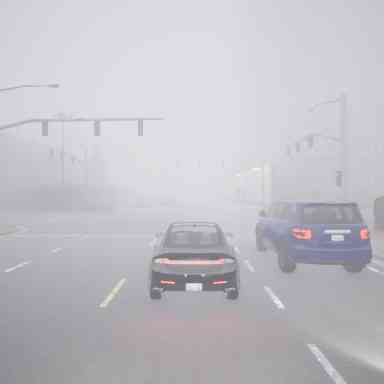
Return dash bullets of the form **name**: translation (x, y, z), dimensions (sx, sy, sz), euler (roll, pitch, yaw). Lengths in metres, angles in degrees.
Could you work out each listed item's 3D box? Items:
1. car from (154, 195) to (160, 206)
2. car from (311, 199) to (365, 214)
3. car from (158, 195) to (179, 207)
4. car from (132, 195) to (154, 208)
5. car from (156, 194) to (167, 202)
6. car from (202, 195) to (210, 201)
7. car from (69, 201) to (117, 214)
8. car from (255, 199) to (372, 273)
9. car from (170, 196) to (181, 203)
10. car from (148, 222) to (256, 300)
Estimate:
- **car**: translation (-7.094, 1.351, 56.096), dimensions (2.097, 1.767, 4.553), euler (0, 0, 0)
- **car**: translation (15.576, 1.559, 35.638), dimensions (4.892, 1.490, 1.837), euler (0, 0, 0)
- **car**: translation (-3.595, 1.547, 51.890), dimensions (2.033, 1.411, 5.357), euler (0, 0, 0)
- **car**: translation (-7.153, 1.351, 47.272), dimensions (2.097, 1.767, 4.553), euler (0, 0, 2)
- **car**: translation (-7.013, 1.354, 76.464), dimensions (2.097, 1.767, 4.553), euler (0, 0, 0)
- **car**: translation (3.486, 1.524, 84.881), dimensions (2.128, 1.511, 4.902), euler (0, 0, 0)
- **car**: translation (-10.580, 1.626, 35.577), dimensions (4.718, 1.301, 1.895), euler (0, 0, 0)
- **car**: translation (3.570, 1.221, 10.841), dimensions (2.150, 2.045, 5.566), euler (0, 0, 0)
- **car**: translation (-3.512, 1.539, 71.885), dimensions (2.033, 1.411, 5.357), euler (0, 0, 0)
- **car**: translation (0.055, 1.491, 8.396), dimensions (2.128, 1.511, 4.902), euler (0, 0, 0)
